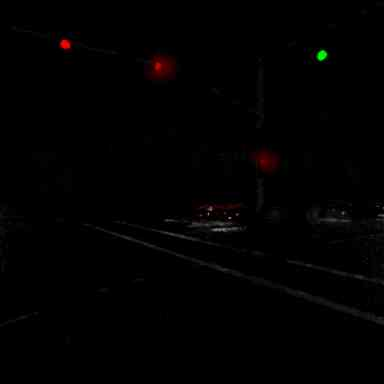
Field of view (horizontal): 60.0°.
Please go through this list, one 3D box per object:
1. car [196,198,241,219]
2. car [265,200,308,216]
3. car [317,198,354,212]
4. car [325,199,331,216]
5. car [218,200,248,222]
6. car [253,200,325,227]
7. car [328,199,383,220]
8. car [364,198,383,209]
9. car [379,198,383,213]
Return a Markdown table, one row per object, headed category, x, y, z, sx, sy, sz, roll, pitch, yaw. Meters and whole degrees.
| category | x | y | z | sx | sy | sz | roll | pitch | yaw |
| --- | --- | --- | --- | --- | --- | --- | --- | --- | --- |
| car | 2.547 | 1.335 | 28.535 | 4.553 | 1.767 | 2.097 | 0 | 0 | -35 |
| car | 9.576 | 1.538 | 33.546 | 4.181 | 1.385 | 1.994 | 0 | 0 | -36 |
| car | 16.709 | 1.492 | 38.598 | 4.674 | 1.442 | 1.812 | 0 | 0 | -35 |
| car | 13.175 | 1.520 | 31.814 | 5.357 | 1.411 | 2.033 | 0 | 0 | -35 |
| car | 4.953 | 1.530 | 25.997 | 5.357 | 1.411 | 2.033 | 0 | 0 | -35 |
| car | 6.551 | 1.474 | 22.793 | 4.902 | 1.511 | 2.128 | 0 | 0 | -36 |
| car | 13.802 | 1.538 | 27.961 | 4.181 | 1.385 | 1.994 | 0 | 0 | -35 |
| car | 25.120 | 1.557 | 44.516 | 4.718 | 1.301 | 1.895 | 0 | 0 | -36 |
| car | 20.659 | 1.530 | 32.830 | 4.181 | 1.385 | 1.994 | 0 | 0 | -35 |
